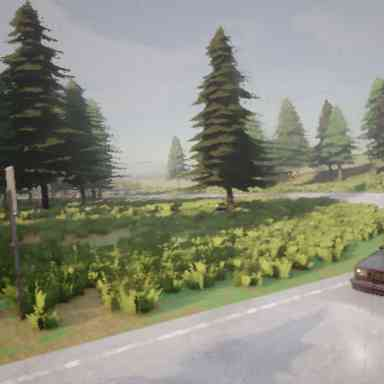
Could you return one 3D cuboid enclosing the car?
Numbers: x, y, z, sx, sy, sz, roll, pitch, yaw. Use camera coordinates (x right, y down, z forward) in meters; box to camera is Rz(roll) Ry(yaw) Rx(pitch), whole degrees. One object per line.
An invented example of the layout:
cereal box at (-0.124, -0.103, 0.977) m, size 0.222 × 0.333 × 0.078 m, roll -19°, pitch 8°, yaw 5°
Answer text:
car at (5.883, 1.532, 7.709) m, size 5.357 × 1.411 × 2.033 m, roll 0°, pitch 0°, yaw -36°
